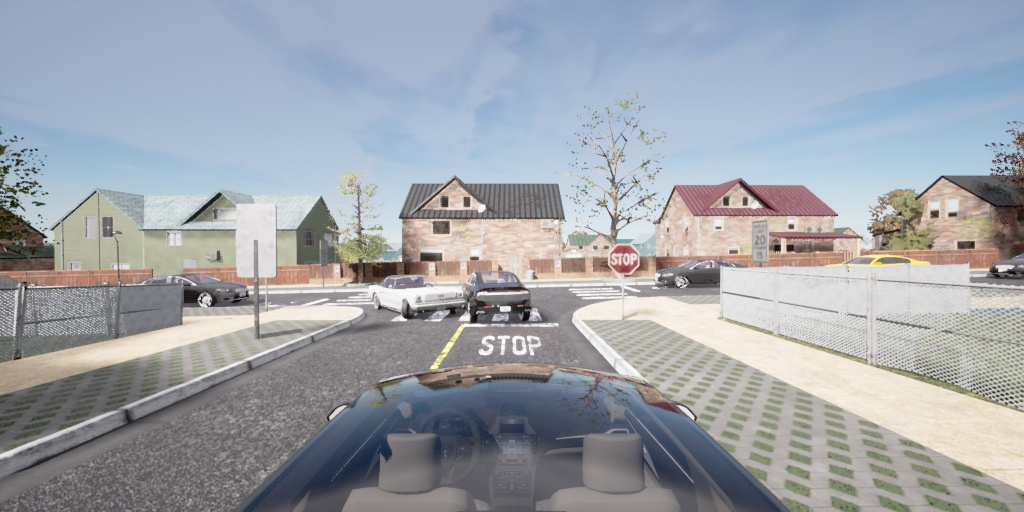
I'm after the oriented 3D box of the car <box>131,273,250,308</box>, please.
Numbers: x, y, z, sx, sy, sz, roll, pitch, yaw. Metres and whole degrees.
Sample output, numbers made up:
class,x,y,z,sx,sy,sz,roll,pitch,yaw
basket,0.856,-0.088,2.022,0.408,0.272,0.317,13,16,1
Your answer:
class,x,y,z,sx,sy,sz,roll,pitch,yaw
car,-14.903,1.565,16.547,4.902,1.511,2.128,-1,1,0

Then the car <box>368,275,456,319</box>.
class,x,y,z,sx,sy,sz,roll,pitch,yaw
car,-3.602,1.366,13.052,1.895,1.301,4.718,0,0,-38

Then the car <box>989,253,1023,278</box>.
class,x,y,z,sx,sy,sz,roll,pitch,yaw
car,29.385,0.476,19.673,4.902,1.511,2.128,-1,1,0

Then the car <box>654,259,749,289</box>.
class,x,y,z,sx,sy,sz,roll,pitch,yaw
car,10.330,0.923,19.600,4.902,1.511,2.128,-1,1,0

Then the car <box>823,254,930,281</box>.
class,x,y,z,sx,sy,sz,roll,pitch,yaw
car,19.761,0.688,19.637,5.008,1.535,1.882,-1,1,-1

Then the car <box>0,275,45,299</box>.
class,x,y,z,sx,sy,sz,roll,pitch,yaw
car,-24.240,1.646,16.507,4.553,1.767,2.097,-1,1,0

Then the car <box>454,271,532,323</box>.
class,x,y,z,sx,sy,sz,roll,pitch,yaw
car,-0.686,1.241,12.192,2.128,1.511,4.902,0,0,-12
